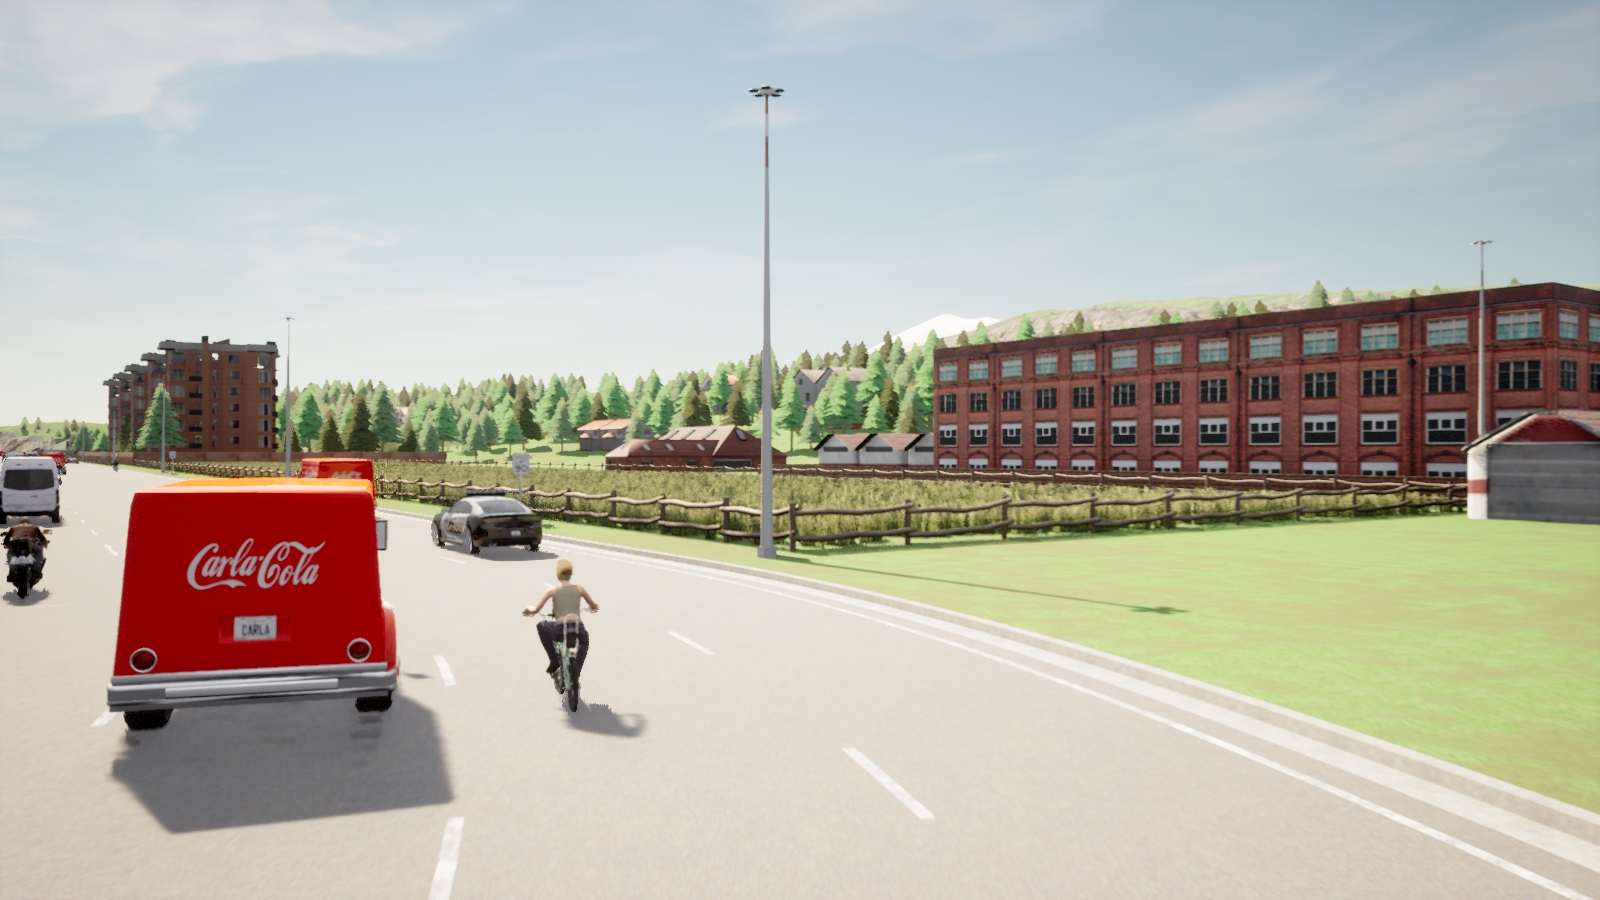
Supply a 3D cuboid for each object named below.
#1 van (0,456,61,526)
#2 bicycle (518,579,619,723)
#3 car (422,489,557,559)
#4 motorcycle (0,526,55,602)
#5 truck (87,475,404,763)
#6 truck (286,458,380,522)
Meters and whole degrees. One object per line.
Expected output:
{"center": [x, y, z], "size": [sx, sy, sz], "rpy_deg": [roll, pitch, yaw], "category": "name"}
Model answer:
{"center": [-30.948, 1.555, 45.855], "size": [1.988, 2.561, 5.915], "rpy_deg": [0, 0, -34], "category": "van"}
{"center": [-2.579, 2.163, 12.606], "size": [0.859, 1.276, 1.487], "rpy_deg": [-1, 0, -20], "category": "bicycle"}
{"center": [-8.821, 1.995, 32.126], "size": [2.097, 1.638, 5.238], "rpy_deg": [0, 0, -34], "category": "car"}
{"center": [-15.239, 2.215, 22.499], "size": [0.867, 1.251, 2.209], "rpy_deg": [-1, 0, -31], "category": "motorcycle"}
{"center": [-6.014, 1.571, 13.046], "size": [2.627, 2.467, 5.204], "rpy_deg": [1, -1, -21], "category": "truck"}
{"center": [-19.696, 1.591, 48.057], "size": [2.627, 2.467, 5.204], "rpy_deg": [0, 0, -34], "category": "truck"}
